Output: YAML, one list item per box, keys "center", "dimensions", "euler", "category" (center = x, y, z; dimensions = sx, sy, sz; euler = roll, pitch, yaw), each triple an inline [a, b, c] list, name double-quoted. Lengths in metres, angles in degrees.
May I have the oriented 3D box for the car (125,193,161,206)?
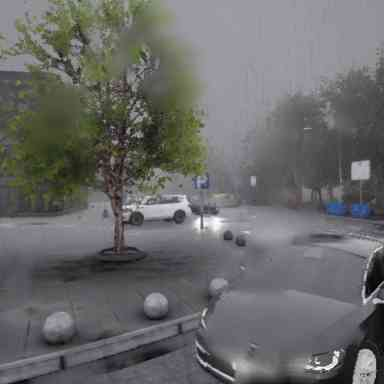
- center: [-8.326, 1.257, 56.662]
  dimensions: [5.566, 2.045, 2.435]
  euler: [-1, 0, -30]
  category: "car"

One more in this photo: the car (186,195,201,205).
- center: [0.266, 1.384, 61.971]
  dimensions: [2.097, 1.767, 4.553]
  euler: [0, 0, -10]
  category: "car"

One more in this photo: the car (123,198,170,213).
- center: [-5.287, 1.493, 38.884]
  dimensions: [5.008, 1.535, 2.097]
  euler: [-1, 0, -30]
  category: "car"

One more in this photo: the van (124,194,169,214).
- center: [-4.884, 1.268, 35.863]
  dimensions: [4.442, 1.987, 1.878]
  euler: [-1, 0, -30]
  category: "van"

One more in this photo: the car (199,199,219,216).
- center: [1.209, 1.607, 32.312]
  dimensions: [1.895, 1.301, 4.718]
  euler: [0, 0, -10]
  category: "car"

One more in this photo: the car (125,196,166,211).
- center: [-5.839, 1.369, 41.836]
  dimensions: [4.553, 1.767, 2.185]
  euler: [-1, 0, -30]
  category: "car"

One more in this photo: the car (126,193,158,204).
- center: [-9.859, 1.276, 65.548]
  dimensions: [5.566, 2.045, 2.435]
  euler: [-1, 0, -30]
  category: "car"

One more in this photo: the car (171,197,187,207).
- center: [-2.120, 1.515, 52.019]
  dimensions: [1.882, 1.535, 5.008]
  euler: [0, 0, -10]
  category: "car"

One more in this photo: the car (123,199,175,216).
- center: [-4.272, 1.531, 32.968]
  dimensions: [4.674, 1.452, 2.002]
  euler: [-1, 0, -30]
  category: "car"

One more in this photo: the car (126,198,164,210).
- center: [-6.317, 1.536, 44.807]
  dimensions: [4.674, 1.452, 2.002]
  euler: [-1, 0, -30]
  category: "car"

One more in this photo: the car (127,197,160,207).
- center: [-7.817, 1.534, 53.705]
  dimensions: [4.792, 1.488, 2.163]
  euler: [-1, 0, -30]
  category: "car"

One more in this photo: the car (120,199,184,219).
- center: [-3.588, 1.485, 30.101]
  dimensions: [5.366, 1.575, 1.946]
  euler: [-1, 0, -30]
  category: "car"

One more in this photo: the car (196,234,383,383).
- center: [2.069, 1.505, 5.166]
  dimensions: [1.837, 1.490, 4.892]
  euler: [4, 3, 40]
  category: "car"

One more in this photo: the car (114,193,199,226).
- center: [-2.729, 1.237, 24.066]
  dimensions: [5.566, 2.045, 2.435]
  euler: [-1, 0, -30]
  category: "car"
